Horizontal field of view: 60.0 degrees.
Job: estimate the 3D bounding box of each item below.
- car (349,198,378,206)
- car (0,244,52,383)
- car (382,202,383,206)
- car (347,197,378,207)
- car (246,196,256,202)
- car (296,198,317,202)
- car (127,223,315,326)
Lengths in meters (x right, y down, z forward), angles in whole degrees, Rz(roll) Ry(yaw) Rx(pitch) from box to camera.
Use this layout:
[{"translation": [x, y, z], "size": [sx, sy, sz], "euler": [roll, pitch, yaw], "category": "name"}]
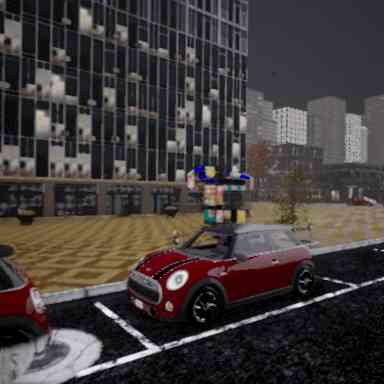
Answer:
[{"translation": [30.410, 1.754, 58.935], "size": [1.802, 1.307, 4.206], "euler": [1, -1, -35], "category": "car"}, {"translation": [-3.898, 1.440, 3.731], "size": [4.097, 1.590, 1.967], "euler": [0, 1, -35], "category": "car"}, {"translation": [33.531, 1.712, 54.430], "size": [1.947, 1.339, 4.313], "euler": [1, -1, -35], "category": "car"}, {"translation": [25.827, 1.472, 50.383], "size": [1.967, 1.590, 4.097], "euler": [1, -1, -35], "category": "car"}, {"translation": [13.857, 1.749, 82.609], "size": [1.967, 1.590, 4.097], "euler": [1, -1, -35], "category": "car"}, {"translation": [23.408, 1.545, 68.969], "size": [2.192, 1.841, 5.009], "euler": [1, -1, -35], "category": "car"}, {"translation": [0.703, 1.441, 7.004], "size": [4.097, 1.590, 1.967], "euler": [0, 1, -35], "category": "car"}]
